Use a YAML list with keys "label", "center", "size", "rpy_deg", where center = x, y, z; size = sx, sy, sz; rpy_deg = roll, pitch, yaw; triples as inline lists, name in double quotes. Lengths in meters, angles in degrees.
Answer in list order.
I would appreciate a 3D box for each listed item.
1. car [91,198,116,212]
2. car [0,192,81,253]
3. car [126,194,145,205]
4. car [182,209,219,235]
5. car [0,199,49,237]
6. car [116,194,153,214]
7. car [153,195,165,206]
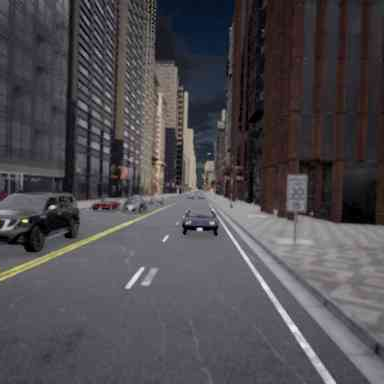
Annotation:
- label: "car"
  center: [-8.863, 1.321, 34.657]
  size: [1.895, 1.301, 4.718]
  rpy_deg: [2, 0, 2]
- label: "car"
  center: [-6.267, 1.025, 13.226]
  size: [2.150, 2.045, 5.566]
  rpy_deg: [2, 0, 2]
- label: "car"
  center: [-8.399, 1.063, 49.619]
  size: [1.812, 1.442, 4.674]
  rpy_deg: [2, 0, 2]
- label: "car"
  center: [0.488, 1.615, 19.196]
  size: [1.895, 1.301, 4.718]
  rpy_deg: [2, 0, 2]
- label: "car"
  center: [-9.419, 1.195, 16.840]
  size: [2.128, 1.511, 4.902]
  rpy_deg: [2, 0, 2]
- label: "car"
  center: [-5.650, 1.313, 33.479]
  size: [2.128, 1.511, 4.902]
  rpy_deg: [2, 0, 2]
- label: "car"
  center: [-5.152, 1.165, 49.528]
  size: [1.812, 1.442, 4.674]
  rpy_deg: [2, 0, 2]
